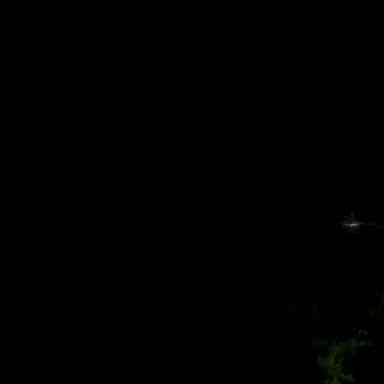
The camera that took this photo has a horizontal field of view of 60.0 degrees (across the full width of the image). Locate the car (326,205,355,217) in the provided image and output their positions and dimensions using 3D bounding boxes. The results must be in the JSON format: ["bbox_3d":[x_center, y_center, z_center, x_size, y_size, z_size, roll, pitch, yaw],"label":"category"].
[{"bbox_3d":[13.891,1.988,31.355,1.837,1.490,4.892,-4,-2,14],"label":"car"}]
